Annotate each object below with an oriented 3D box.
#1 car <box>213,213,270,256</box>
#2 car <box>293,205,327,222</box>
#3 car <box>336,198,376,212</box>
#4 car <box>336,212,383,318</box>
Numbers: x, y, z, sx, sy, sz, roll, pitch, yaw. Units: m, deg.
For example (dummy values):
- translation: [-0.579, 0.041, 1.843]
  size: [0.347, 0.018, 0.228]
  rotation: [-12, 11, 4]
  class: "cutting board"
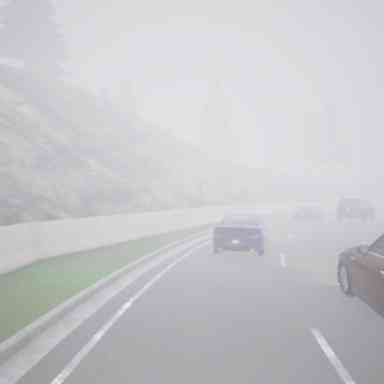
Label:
- translation: [2.193, 1.624, 14.082]
  size: [1.882, 1.535, 5.008]
  rotation: [0, -1, 16]
  class: "car"
- translation: [10.829, 1.893, 30.483]
  size: [1.994, 1.385, 4.181]
  rotation: [0, -1, 38]
  class: "car"
- translation: [14.392, 1.544, 29.108]
  size: [2.150, 2.045, 5.566]
  rotation: [-1, -1, 40]
  class: "car"
- translation: [4.257, 1.422, 5.948]
  size: [2.097, 1.767, 4.553]
  rotation: [0, -1, 7]
  class: "car"
